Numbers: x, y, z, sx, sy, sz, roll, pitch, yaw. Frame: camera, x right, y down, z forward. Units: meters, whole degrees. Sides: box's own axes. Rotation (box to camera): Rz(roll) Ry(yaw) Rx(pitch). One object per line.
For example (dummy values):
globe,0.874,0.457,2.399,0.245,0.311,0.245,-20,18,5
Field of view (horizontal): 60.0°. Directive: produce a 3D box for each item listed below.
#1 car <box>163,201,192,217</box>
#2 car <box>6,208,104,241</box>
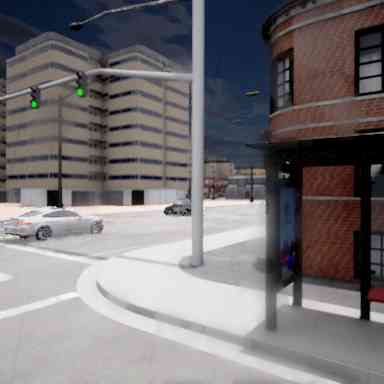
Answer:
car,-0.749,1.490,30.582,1.994,1.385,4.181,0,0,35
car,-6.515,1.488,16.279,1.812,1.442,4.674,0,0,35
